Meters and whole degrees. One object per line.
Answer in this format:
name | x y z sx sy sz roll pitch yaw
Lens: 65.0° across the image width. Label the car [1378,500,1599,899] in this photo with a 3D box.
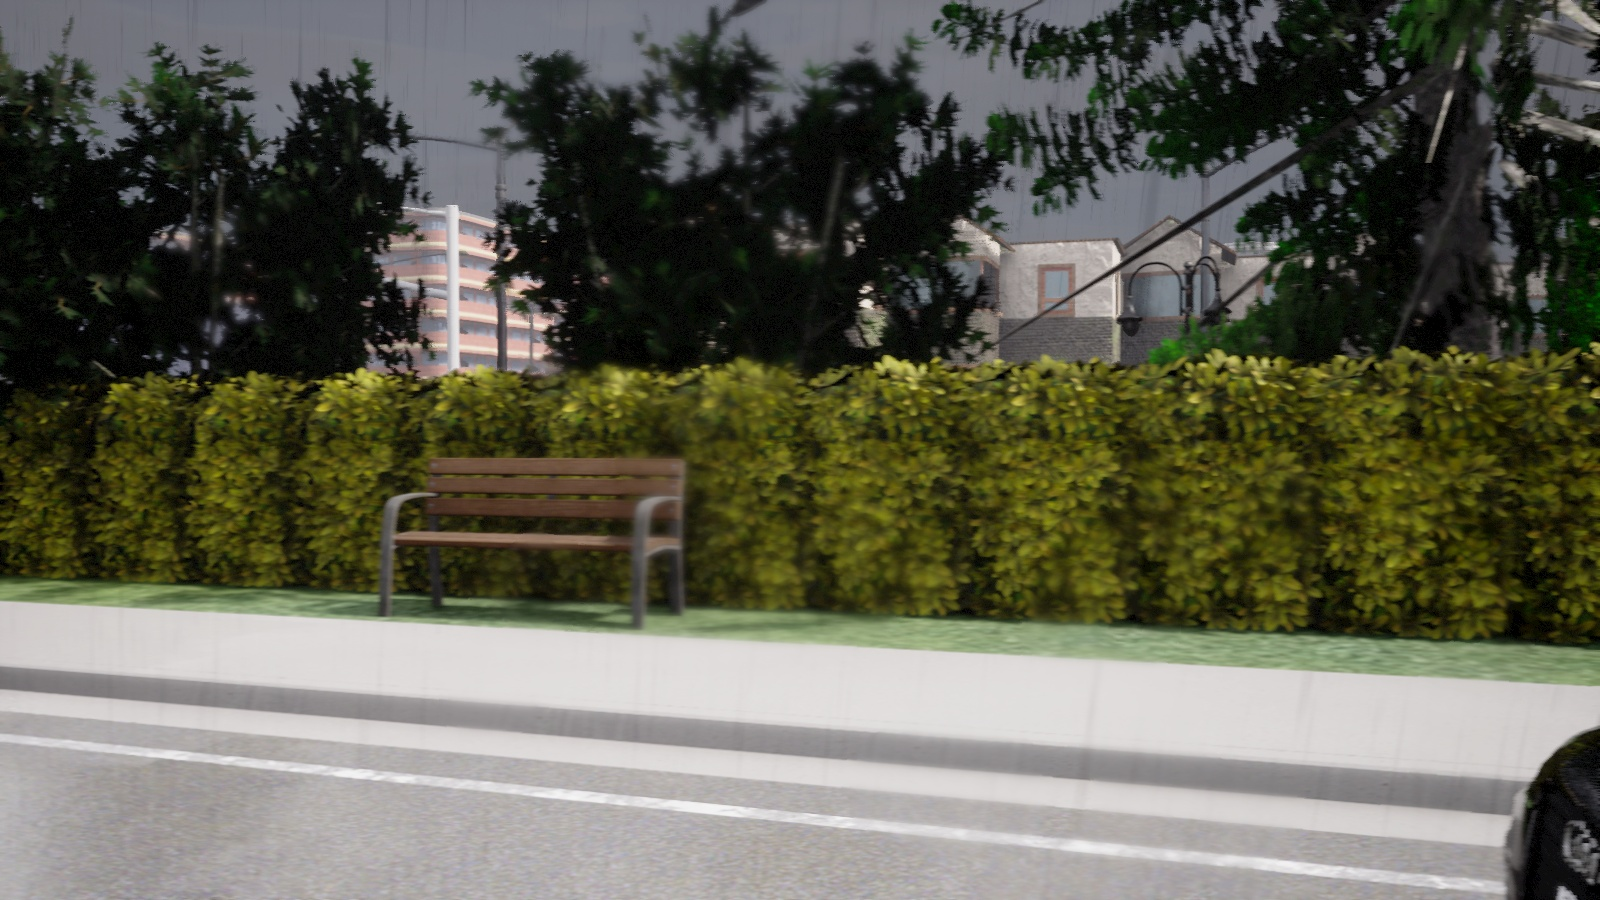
car | 3.361 0.870 2.063 4.181 1.385 1.994 1 1 19
